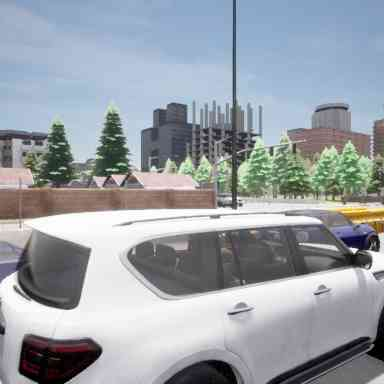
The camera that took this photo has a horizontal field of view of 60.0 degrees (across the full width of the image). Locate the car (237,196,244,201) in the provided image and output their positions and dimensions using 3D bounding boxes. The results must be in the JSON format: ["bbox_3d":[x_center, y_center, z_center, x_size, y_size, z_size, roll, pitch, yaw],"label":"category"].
[{"bbox_3d":[5.677,1.221,51.810,2.150,2.045,5.566,0,0,-33],"label":"car"}]

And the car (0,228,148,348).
[{"bbox_3d":[-3.591,1.547,5.486,5.357,1.411,2.033,0,0,-36],"label":"car"}]

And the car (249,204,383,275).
[{"bbox_3d":[4.293,1.351,11.097,4.553,1.767,2.097,0,0,-35],"label":"car"}]

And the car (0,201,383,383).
[{"bbox_3d":[0.650,1.222,4.206,5.566,2.045,2.150,0,0,-36],"label":"car"}]
